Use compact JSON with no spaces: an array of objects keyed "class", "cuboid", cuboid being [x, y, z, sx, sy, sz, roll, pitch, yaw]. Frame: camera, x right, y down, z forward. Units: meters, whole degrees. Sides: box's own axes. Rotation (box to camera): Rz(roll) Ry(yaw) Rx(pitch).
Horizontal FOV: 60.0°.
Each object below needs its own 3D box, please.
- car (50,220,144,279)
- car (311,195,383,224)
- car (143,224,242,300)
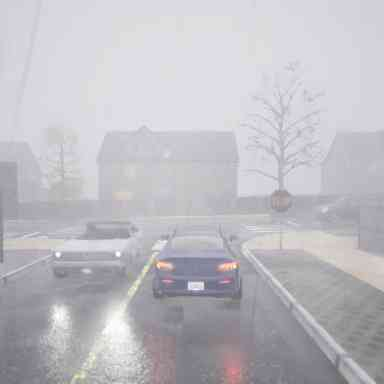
[{"class":"car","cuboid":[-2.627,1.599,10.244,1.895,1.301,4.718,0,0,-3]},{"class":"car","cuboid":[10.049,1.048,21.352,4.553,1.767,2.097,-1,1,-2]},{"class":"car","cuboid":[0.170,1.525,8.276,1.812,1.442,4.674,0,0,3]}]
